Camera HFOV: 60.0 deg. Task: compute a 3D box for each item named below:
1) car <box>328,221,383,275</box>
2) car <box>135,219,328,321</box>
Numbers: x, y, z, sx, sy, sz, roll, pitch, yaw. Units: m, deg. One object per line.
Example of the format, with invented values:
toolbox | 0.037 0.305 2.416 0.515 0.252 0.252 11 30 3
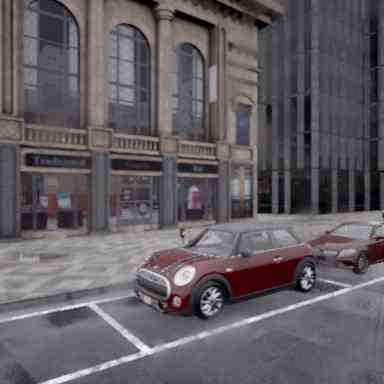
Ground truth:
car | 5.286 1.581 10.417 4.206 1.307 1.802 0 0 -35
car | 0.817 1.440 7.231 4.097 1.590 1.967 0 0 -35
